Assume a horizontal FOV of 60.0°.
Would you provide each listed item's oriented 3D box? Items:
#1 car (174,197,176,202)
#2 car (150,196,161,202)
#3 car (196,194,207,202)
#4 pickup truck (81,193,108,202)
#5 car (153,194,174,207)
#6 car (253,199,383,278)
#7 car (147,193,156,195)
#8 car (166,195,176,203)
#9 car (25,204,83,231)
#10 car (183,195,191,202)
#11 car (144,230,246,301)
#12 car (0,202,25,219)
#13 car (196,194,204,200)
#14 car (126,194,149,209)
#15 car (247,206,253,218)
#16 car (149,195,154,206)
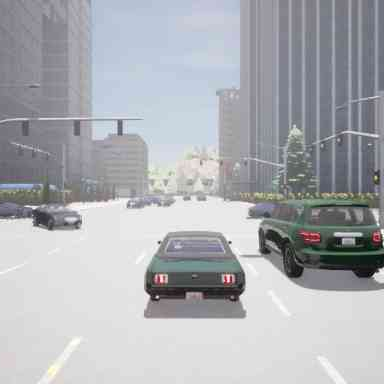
[{"bbox_3d":[-4.518,1.491,62.462,2.128,1.511,4.902,0,0,0],"label":"car"},{"bbox_3d":[-8.149,1.552,74.920,1.994,1.385,4.181,0,0,-1],"label":"car"},{"bbox_3d":[2.295,1.348,78.721,2.097,1.767,4.553,0,0,-1],"label":"car"},{"bbox_3d":[-21.247,1.059,73.288,2.390,2.098,6.274,0,0,30],"label":"pickup truck"},{"bbox_3d":[-4.393,1.491,52.207,2.128,1.511,4.902,0,0,-1],"label":"car"},{"bbox_3d":[3.575,1.221,10.288,2.150,2.045,5.566,0,0,0],"label":"car"},{"bbox_3d":[-8.036,1.221,64.937,2.150,2.045,5.566,0,0,0],"label":"car"},{"bbox_3d":[-4.616,1.478,72.771,1.882,1.535,5.008,0,0,-1],"label":"car"},{"bbox_3d":[-8.450,1.491,20.787,2.128,1.511,4.902,1,-1,-41],"label":"car"},{"bbox_3d":[-1.201,1.500,78.449,1.837,1.490,4.892,0,0,-1],"label":"car"},{"bbox_3d":[0.065,1.601,8.255,1.895,1.301,4.718,0,0,0],"label":"car"},{"bbox_3d":[-15.650,1.564,28.297,4.181,1.385,1.994,0,0,-4],"label":"car"},{"bbox_3d":[2.138,1.386,89.002,1.882,1.535,5.008,0,0,-1],"label":"car"},{"bbox_3d":[-7.869,1.491,46.544,2.128,1.511,4.902,0,0,1],"label":"car"},{"bbox_3d":[6.789,1.564,28.302,4.181,1.385,1.994,0,0,0],"label":"car"},{"bbox_3d":[-7.938,1.564,55.455,1.994,1.385,4.181,0,0,-1],"label":"car"}]
